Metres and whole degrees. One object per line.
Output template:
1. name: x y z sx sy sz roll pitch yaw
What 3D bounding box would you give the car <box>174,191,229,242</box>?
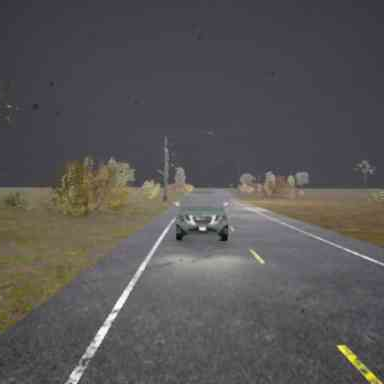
1. car: 0.427 0.996 15.487 2.150 2.045 5.566 0 1 1
